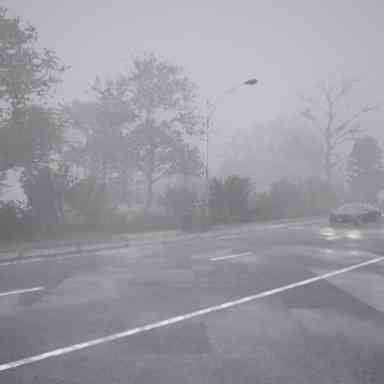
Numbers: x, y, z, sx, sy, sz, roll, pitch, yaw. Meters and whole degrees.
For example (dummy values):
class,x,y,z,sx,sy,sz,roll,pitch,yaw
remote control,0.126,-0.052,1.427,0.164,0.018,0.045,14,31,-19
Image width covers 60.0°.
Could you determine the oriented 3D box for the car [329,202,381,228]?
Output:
class,x,y,z,sx,sy,sz,roll,pitch,yaw
car,11.101,1.459,22.563,5.008,1.535,1.882,0,0,-43
